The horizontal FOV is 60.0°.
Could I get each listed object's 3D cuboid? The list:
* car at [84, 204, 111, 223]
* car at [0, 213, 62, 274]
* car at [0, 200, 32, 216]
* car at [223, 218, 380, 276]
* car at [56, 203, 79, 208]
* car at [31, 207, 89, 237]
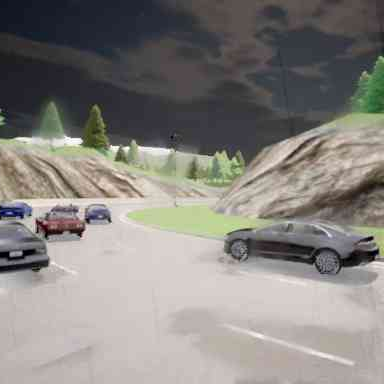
[{"bbox_3d":[-7.721,1.692,27.159,1.812,1.442,4.674,0,0,-21],"label":"car"},{"bbox_3d":[-6.007,1.597,10.243,2.033,1.411,5.357,1,-1,-40],"label":"car"},{"bbox_3d":[-15.848,1.628,30.193,1.882,1.535,5.008,0,0,-14],"label":"car"},{"bbox_3d":[3.281,1.589,10.785,4.902,1.511,2.128,0,0,41],"label":"car"},{"bbox_3d":[-13.311,1.801,35.331,1.895,1.301,4.718,0,0,-8],"label":"car"},{"bbox_3d":[-7.281,1.703,18.078,1.895,1.301,4.718,1,0,-32],"label":"car"}]
